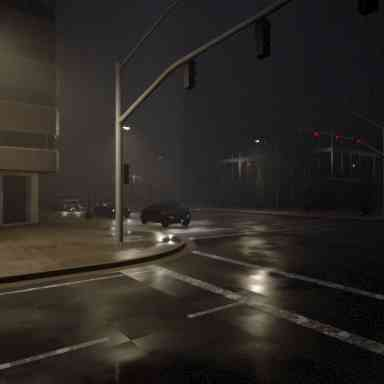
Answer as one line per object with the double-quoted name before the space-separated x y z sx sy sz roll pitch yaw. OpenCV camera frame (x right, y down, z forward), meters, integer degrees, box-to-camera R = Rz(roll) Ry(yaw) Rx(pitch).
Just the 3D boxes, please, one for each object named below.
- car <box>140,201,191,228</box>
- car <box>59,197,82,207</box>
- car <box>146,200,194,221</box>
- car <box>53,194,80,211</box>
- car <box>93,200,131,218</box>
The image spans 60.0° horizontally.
"car" -2.016 1.585 23.306 1.812 1.442 4.674 0 0 -36
"car" -19.563 1.553 53.325 2.128 1.511 4.902 0 0 -36
"car" -2.030 1.538 29.219 1.882 1.535 5.008 0 0 -36
"car" -16.087 1.280 42.526 2.150 2.045 5.566 0 0 -36
"car" -7.405 1.660 30.638 1.895 1.301 4.718 0 0 -36
